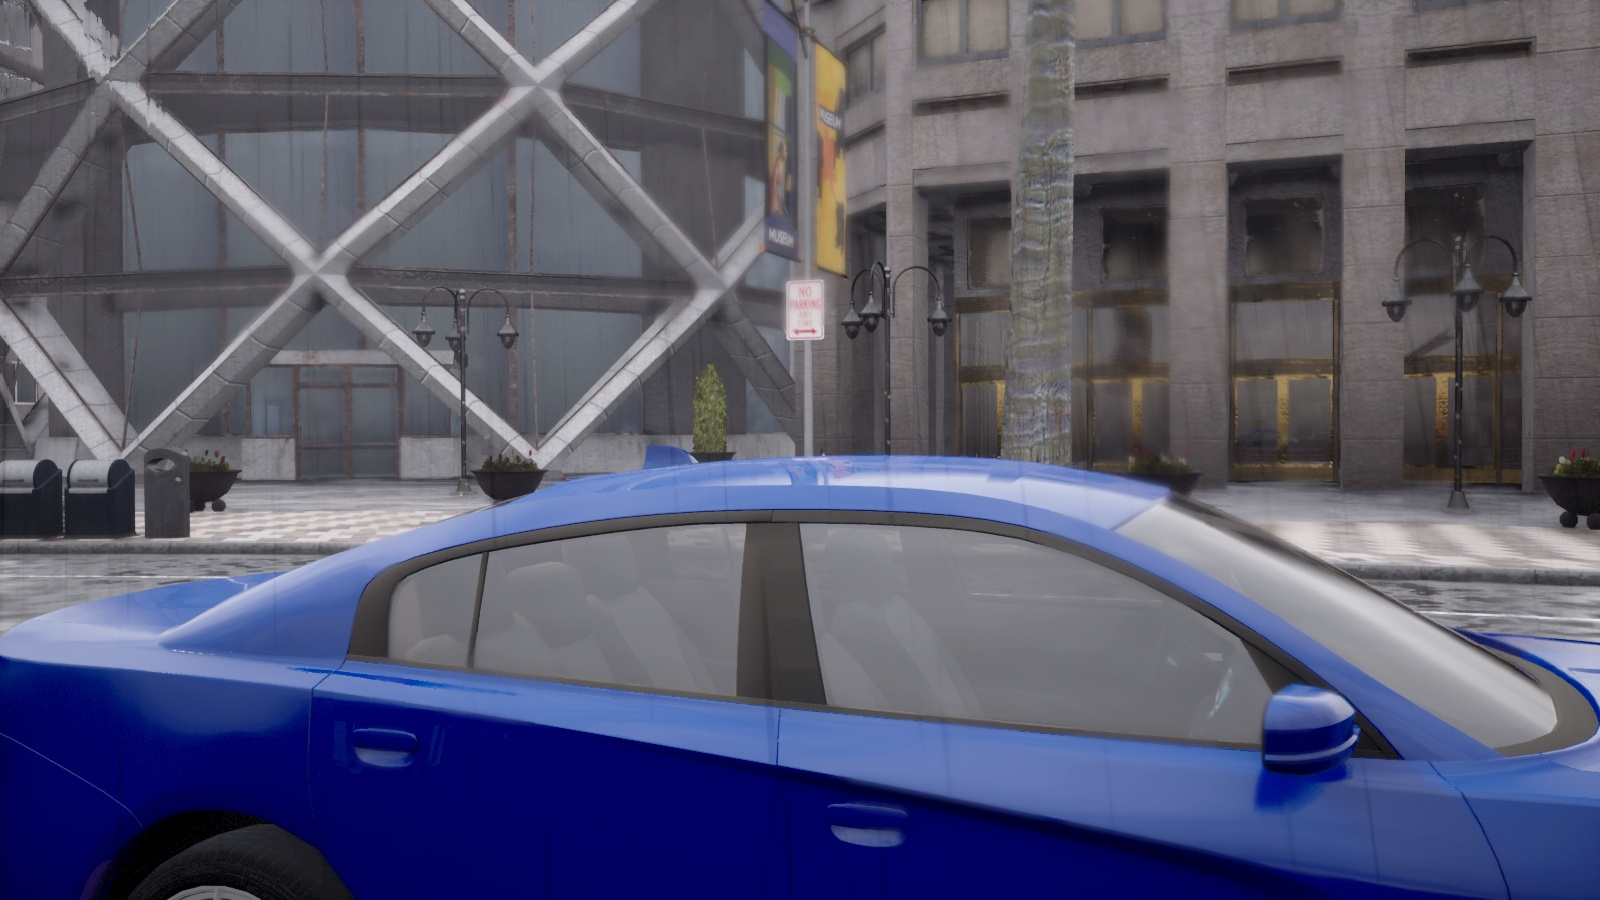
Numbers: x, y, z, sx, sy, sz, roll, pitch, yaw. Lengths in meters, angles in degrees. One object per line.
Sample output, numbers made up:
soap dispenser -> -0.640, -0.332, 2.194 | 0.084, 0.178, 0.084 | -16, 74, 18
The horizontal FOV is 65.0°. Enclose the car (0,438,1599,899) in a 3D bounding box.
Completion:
car -> 0.436, 0.756, 3.088 | 5.008, 1.535, 1.882 | 1, 1, 17
